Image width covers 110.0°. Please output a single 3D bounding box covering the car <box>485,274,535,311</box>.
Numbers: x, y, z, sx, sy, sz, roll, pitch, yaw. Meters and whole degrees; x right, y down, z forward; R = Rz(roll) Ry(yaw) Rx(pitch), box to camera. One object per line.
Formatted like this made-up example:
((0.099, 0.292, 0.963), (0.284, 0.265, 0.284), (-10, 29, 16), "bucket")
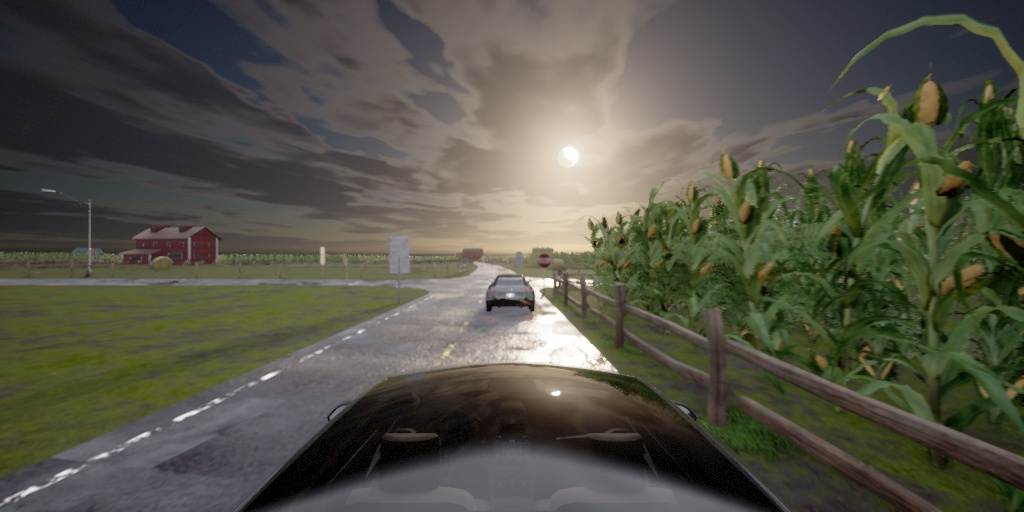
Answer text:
((-0.068, 1.444, 15.313), (1.994, 1.385, 4.181), (0, -1, 0), "car")
